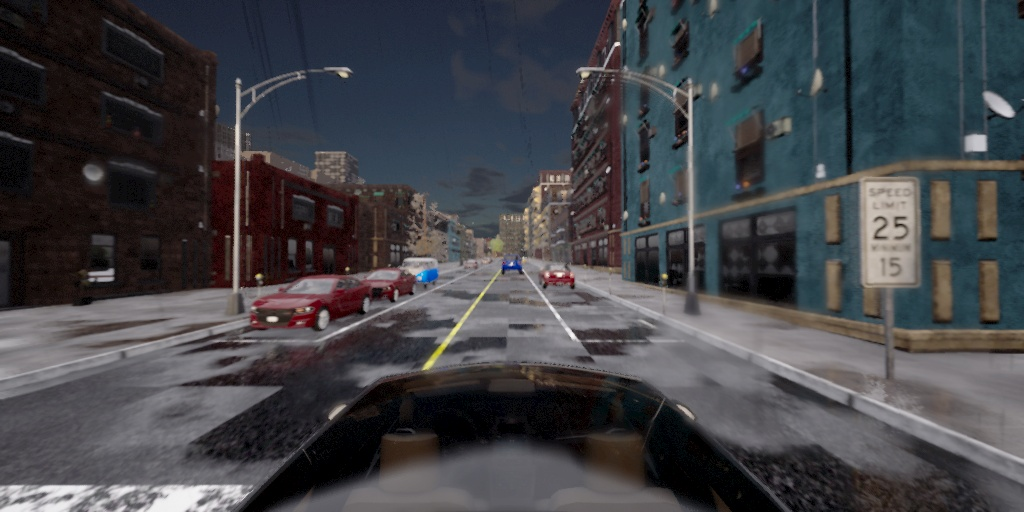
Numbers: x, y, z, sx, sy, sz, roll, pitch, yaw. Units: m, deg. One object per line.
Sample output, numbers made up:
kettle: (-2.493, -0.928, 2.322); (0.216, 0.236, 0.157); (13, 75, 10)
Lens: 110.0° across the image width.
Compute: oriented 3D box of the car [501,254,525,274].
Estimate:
car: (-0.012, 0.855, 38.151); (2.150, 2.045, 5.566); (0, 0, 0)

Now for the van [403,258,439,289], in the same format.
van: (-5.697, 1.024, 22.238); (1.690, 1.789, 3.998); (0, 0, 0)

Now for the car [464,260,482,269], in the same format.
car: (-5.706, 1.176, 50.671); (1.802, 1.307, 4.207); (0, 0, 0)

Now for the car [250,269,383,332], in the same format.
car: (-5.770, 1.265, 10.868); (1.888, 1.381, 4.507); (0, 0, 0)

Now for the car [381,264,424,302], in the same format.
car: (-5.695, 1.247, 16.550); (1.888, 1.381, 4.507); (0, 0, 0)

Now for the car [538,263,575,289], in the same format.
car: (2.684, 1.124, 22.301); (1.967, 1.591, 4.097); (0, 0, 0)
